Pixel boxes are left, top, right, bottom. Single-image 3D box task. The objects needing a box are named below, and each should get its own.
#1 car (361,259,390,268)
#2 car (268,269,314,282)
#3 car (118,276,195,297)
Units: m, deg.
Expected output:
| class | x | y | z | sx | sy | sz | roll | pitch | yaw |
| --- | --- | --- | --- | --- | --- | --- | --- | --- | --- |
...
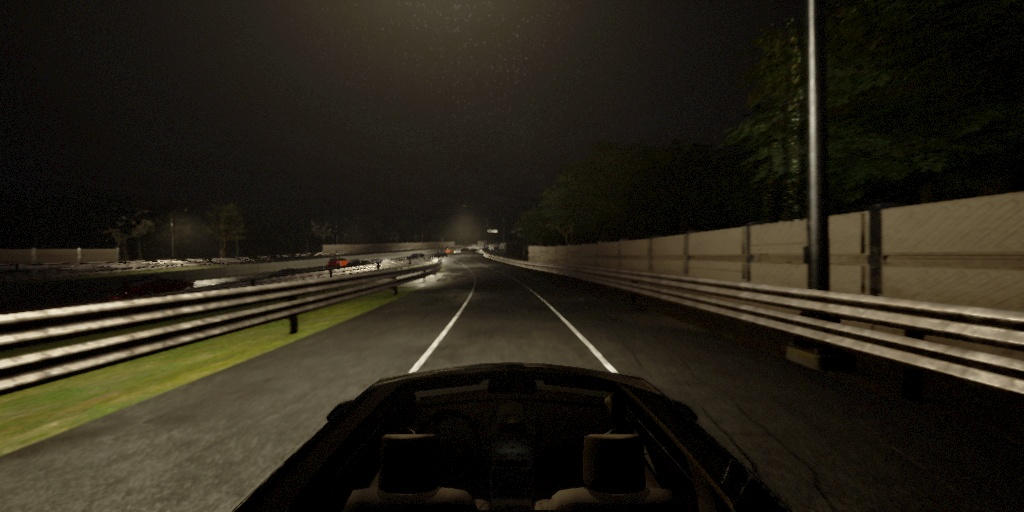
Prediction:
| class | x | y | z | sx | sy | sz | roll | pitch | yaw |
| --- | --- | --- | --- | --- | --- | --- | --- | --- | --- |
| car | -22.678 | 1.237 | 60.616 | 2.033 | 1.411 | 5.357 | 0 | 3 | 9 |
| car | -25.778 | 2.216 | 41.908 | 2.033 | 1.411 | 5.357 | 0 | 3 | 9 |
| car | -31.028 | 2.730 | 31.652 | 1.882 | 1.535 | 5.008 | 0 | 3 | 9 |
